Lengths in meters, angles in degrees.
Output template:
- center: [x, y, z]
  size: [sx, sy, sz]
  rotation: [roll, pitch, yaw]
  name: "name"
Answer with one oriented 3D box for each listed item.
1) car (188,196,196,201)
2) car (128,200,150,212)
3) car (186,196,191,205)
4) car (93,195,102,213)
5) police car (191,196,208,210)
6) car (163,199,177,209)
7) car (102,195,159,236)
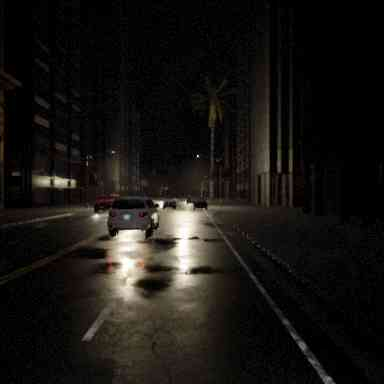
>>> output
- center: [0.036, 1.709, 88.232]
  size: [2.033, 1.411, 5.357]
  rotation: [0, 0, 0]
  name: "car"
- center: [-6.569, 1.722, 41.618]
  size: [1.895, 1.301, 4.718]
  rotation: [0, 0, 0]
  name: "car"
- center: [0.026, 1.556, 63.626]
  size: [2.097, 1.767, 4.553]
  rotation: [0, 0, 0]
  name: "car"
- center: [-9.819, 1.336, 39.019]
  size: [2.150, 2.045, 5.566]
  rotation: [0, 0, 0]
  name: "car"
- center: [1.156, 1.559, 45.570]
  size: [1.930, 1.638, 5.238]
  rotation: [0, 0, 0]
  name: "police car"
- center: [-3.130, 1.688, 47.327]
  size: [2.033, 1.411, 5.357]
  rotation: [0, 0, 0]
  name: "car"
- center: [-3.144, 1.274, 18.734]
  size: [2.150, 2.045, 5.566]
  rotation: [0, 0, 0]
  name: "car"
